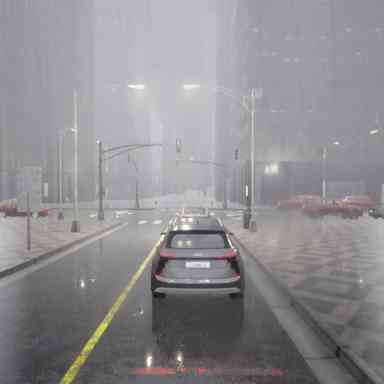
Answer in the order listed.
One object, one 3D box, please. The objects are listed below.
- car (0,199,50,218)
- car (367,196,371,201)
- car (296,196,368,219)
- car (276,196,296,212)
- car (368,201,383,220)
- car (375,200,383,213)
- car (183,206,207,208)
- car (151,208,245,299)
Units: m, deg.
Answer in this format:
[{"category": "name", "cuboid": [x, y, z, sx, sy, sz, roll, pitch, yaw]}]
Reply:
[{"category": "car", "cuboid": [-14.834, 1.566, 29.236, 4.507, 1.381, 1.887, 0, 1, 0]}, {"category": "car", "cuboid": [17.860, 1.354, 37.760, 5.009, 1.841, 2.192, 0, 1, 0]}, {"category": "car", "cuboid": [12.207, 1.463, 29.235, 5.009, 1.841, 2.192, 0, 1, 0]}, {"category": "car", "cuboid": [12.217, 1.325, 37.759, 5.009, 1.841, 2.192, 0, 1, 0]}, {"category": "car", "cuboid": [17.850, 1.742, 29.239, 4.313, 1.339, 1.947, 0, 1, 0]}, {"category": "car", "cuboid": [23.502, 1.634, 37.763, 4.313, 1.339, 1.947, 0, 1, 0]}, {"category": "car", "cuboid": [0.147, 1.507, 17.562, 1.837, 1.490, 4.892, 0, 0, 0]}, {"category": "car", "cuboid": [0.133, 1.428, 8.475, 2.033, 1.649, 4.856, 0, 0, 1]}]
